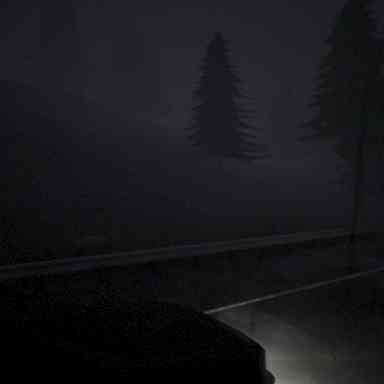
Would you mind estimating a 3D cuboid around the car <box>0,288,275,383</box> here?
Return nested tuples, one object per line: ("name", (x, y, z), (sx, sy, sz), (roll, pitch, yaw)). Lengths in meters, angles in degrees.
("car", (-1.803, 1.543, 2.435), (5.357, 1.411, 2.033), (0, 0, -35))
